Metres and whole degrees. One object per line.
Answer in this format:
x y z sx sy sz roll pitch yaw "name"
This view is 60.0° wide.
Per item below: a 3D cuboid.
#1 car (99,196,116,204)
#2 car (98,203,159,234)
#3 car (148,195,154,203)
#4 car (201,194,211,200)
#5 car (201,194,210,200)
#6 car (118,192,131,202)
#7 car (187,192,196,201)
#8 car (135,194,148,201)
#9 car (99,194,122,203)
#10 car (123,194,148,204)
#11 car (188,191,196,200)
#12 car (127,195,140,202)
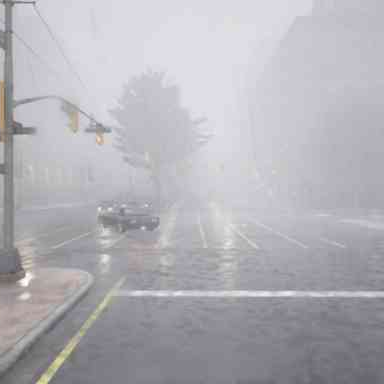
-14.779 1.368 58.329 1.895 1.301 4.718 0 0 0 "car"
-3.767 1.526 18.991 1.895 1.301 4.718 0 0 -34 "car"
-8.059 1.341 57.261 1.994 1.385 4.181 0 0 1 "car"
3.460 1.291 78.503 1.895 1.301 4.718 0 0 0 "car"
3.455 1.186 87.536 2.128 1.511 4.902 0 0 0 "car"
-11.566 1.003 56.035 2.150 2.045 5.566 0 0 1 "car"
-0.040 1.240 77.323 2.033 1.411 5.357 0 0 0 "car"
-11.539 1.229 76.154 2.128 1.511 4.902 0 0 0 "car"
-11.611 1.344 46.624 1.812 1.442 4.674 0 0 0 "car"
-8.112 1.360 48.025 2.033 1.411 5.357 0 0 0 "car"
-0.045 0.885 87.563 2.150 2.045 5.566 0 0 0 "car"
-11.534 1.307 65.920 1.994 1.385 4.181 0 0 0 "car"
